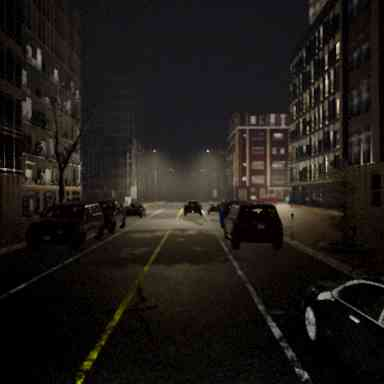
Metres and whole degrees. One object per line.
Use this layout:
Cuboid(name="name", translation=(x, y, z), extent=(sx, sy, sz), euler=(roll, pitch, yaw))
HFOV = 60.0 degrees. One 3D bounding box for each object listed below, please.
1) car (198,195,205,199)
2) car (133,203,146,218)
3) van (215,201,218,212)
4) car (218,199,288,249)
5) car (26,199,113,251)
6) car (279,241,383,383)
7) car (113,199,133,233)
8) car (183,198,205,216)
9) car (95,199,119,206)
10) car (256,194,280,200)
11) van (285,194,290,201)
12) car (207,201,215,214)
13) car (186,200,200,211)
Cuboid(name="car", translation=(2.570, 1.769, 91.778), extent=(2.192, 1.841, 5.009), euler=(0, 0, 0))
Cuboid(name="car", translation=(-5.314, 1.735, 31.402), extent=(1.802, 1.307, 4.206), euler=(0, 0, 0))
Cuboid(name="van", translation=(2.565, 1.440, 20.286), extent=(1.690, 1.788, 3.998), euler=(0, 0, 0))
Cuboid(name="car", translation=(2.565, 1.387, 14.728), extent=(2.192, 1.841, 5.009), euler=(0, 0, 0))
Cuboid(name="car", translation=(-5.316, 1.387, 14.728), extent=(2.192, 1.841, 5.009), euler=(0, 0, 0))
Cuboid(name="car", translation=(2.564, 1.569, 3.609), extent=(2.008, 1.369, 4.403), euler=(0, 0, 0))
Cuboid(name="car", translation=(-5.315, 1.414, 20.287), extent=(2.192, 1.841, 5.009), euler=(0, 0, 0))
Cuboid(name="car", translation=(0.099, 1.674, 34.729), extent=(1.837, 1.490, 4.892), euler=(0, 0, 0))
Cuboid(name="car", translation=(-17.109, 2.092, 66.919), extent=(4.313, 1.339, 1.947), euler=(-1, 1, -1))
Cuboid(name="car", translation=(15.318, 1.425, 67.323), extent=(5.009, 1.841, 2.192), euler=(-1, 1, -1))
Cuboid(name="van", translation=(20.974, 1.381, 67.383), extent=(3.998, 1.788, 1.690), euler=(-1, 1, -1))
Cuboid(name="car", translation=(2.567, 1.706, 37.131), extent=(1.752, 1.417, 4.829), euler=(0, 0, 0))
Cuboid(name="car", translation=(0.103, 1.829, 46.613), extent=(1.895, 1.301, 4.718), euler=(0, 0, 0))
